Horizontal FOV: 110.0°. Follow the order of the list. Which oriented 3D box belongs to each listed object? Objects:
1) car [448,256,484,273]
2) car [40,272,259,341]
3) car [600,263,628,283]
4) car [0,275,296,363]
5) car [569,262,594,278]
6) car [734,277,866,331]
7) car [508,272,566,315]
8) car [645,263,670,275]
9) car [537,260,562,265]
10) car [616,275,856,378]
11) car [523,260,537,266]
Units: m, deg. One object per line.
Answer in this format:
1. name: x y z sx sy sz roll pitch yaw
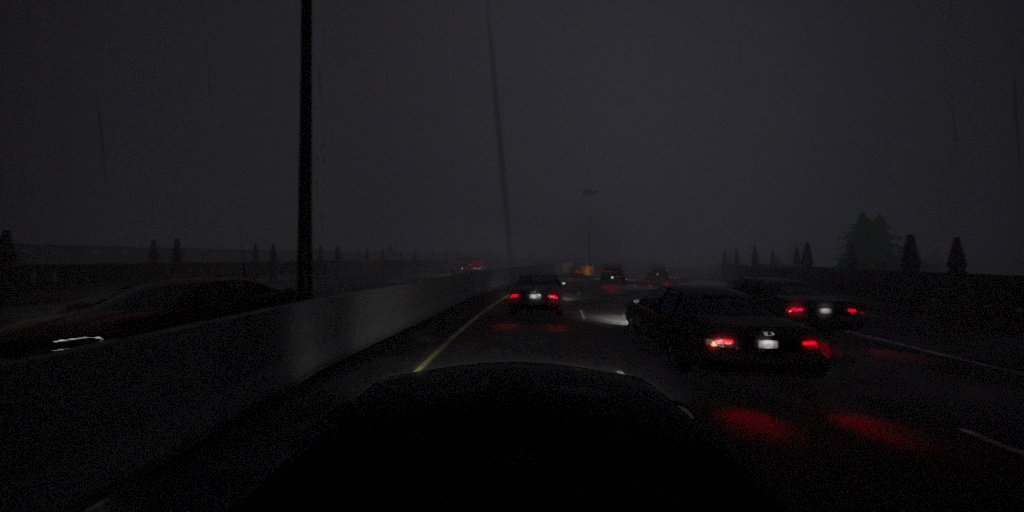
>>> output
1. car: -5.400 1.000 42.965 2.150 2.045 5.566 0 0 23
2. car: -9.997 1.269 10.494 1.994 1.385 4.181 0 0 6
3. car: 8.176 1.339 28.875 1.837 1.490 4.892 0 0 18
4. car: -6.769 1.197 7.401 1.882 1.535 5.008 0 0 4
5. car: 7.058 1.315 36.000 1.882 1.535 5.008 0 0 21
6. car: 7.718 1.354 10.980 2.033 1.411 5.357 0 0 7
7. car: 1.025 1.320 13.654 2.033 1.411 5.357 0 0 8
8. car: 13.492 1.396 33.334 1.812 1.442 4.674 0 0 21
9. car: 5.767 1.327 49.883 1.882 1.535 5.008 0 0 29
10. car: 3.897 1.328 7.686 2.033 1.411 5.357 0 0 5
11. car: 3.313 1.331 52.658 2.128 1.511 4.902 0 0 30
